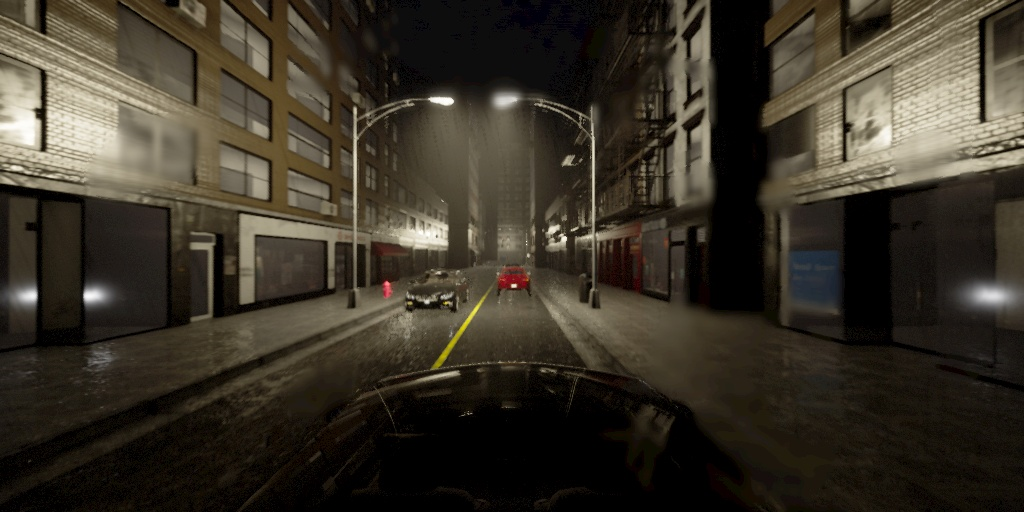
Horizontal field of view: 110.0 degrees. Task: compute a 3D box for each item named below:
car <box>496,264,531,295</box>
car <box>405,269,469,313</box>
[{"bbox_3d":[0.088,1.349,20.428,1.812,1.442,4.674,0,0,0],"label":"car"},{"bbox_3d":[-2.854,1.305,14.448,1.837,1.490,4.892,0,0,0],"label":"car"}]
